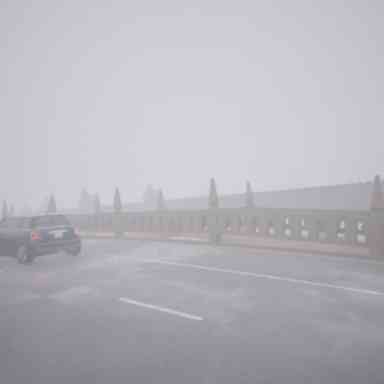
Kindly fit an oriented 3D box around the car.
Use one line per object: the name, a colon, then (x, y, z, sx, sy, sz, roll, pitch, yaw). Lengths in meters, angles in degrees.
car: (-6.392, 1.626, 12.855, 4.553, 1.767, 2.097, -3, -2, 35)
